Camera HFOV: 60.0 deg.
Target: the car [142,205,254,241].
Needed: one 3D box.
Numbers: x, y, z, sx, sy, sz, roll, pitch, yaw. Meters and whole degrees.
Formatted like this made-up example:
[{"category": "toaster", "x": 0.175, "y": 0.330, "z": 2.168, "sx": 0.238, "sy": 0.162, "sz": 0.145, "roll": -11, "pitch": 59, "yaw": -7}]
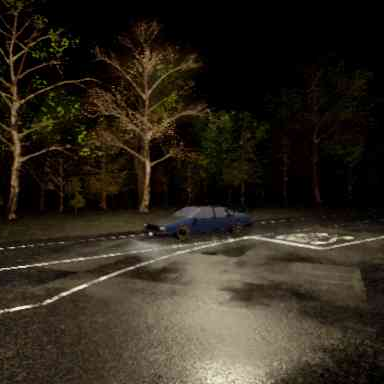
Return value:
[{"category": "car", "x": 0.446, "y": 1.301, "z": 15.271, "sx": 5.357, "sy": 1.411, "sz": 2.033, "roll": -1, "pitch": 1, "yaw": -36}]
